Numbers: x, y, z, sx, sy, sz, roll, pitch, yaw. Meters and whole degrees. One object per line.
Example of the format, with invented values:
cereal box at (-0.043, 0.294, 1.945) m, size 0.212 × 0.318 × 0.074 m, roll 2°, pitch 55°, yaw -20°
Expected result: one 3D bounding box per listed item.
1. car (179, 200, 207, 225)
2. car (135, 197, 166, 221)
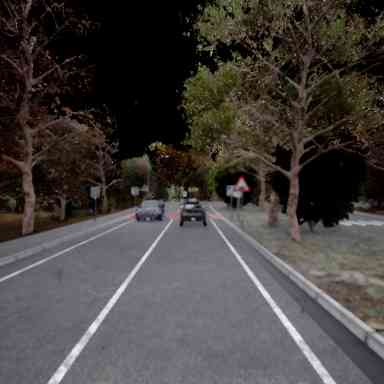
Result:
car at (0.082, 1.582, 24.752) m, size 1.837 × 1.490 × 4.892 m, roll 0°, pitch 0°, yaw 0°
car at (-3.357, 1.398, 27.562) m, size 2.097 × 1.767 × 4.553 m, roll 0°, pitch 2°, yaw 0°
